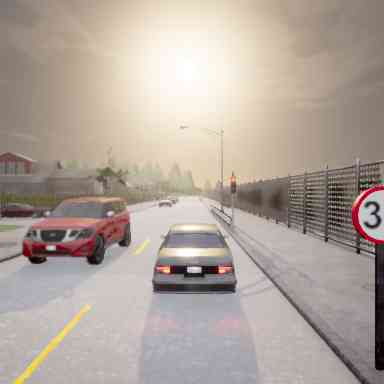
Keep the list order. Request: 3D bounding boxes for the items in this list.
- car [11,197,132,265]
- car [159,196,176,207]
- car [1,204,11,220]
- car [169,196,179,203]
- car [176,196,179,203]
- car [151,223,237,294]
[{"bbox_3d":[-3.789,1.221,12.138,2.150,2.045,5.566,0,0,4],"label":"car"},{"bbox_3d":[-4.025,1.547,51.761,2.033,1.411,5.357,0,0,0],"label":"car"},{"bbox_3d":[-14.025,1.601,27.544,4.718,1.301,1.895,0,0,1],"label":"car"},{"bbox_3d":[-3.901,1.553,71.610,1.994,1.385,4.181,0,0,0],"label":"car"},{"bbox_3d":[-3.979,1.478,61.606,1.882,1.535,5.008,0,0,0],"label":"car"},{"bbox_3d":[0.066,1.547,8.921,2.033,1.411,5.357,0,0,1],"label":"car"}]
